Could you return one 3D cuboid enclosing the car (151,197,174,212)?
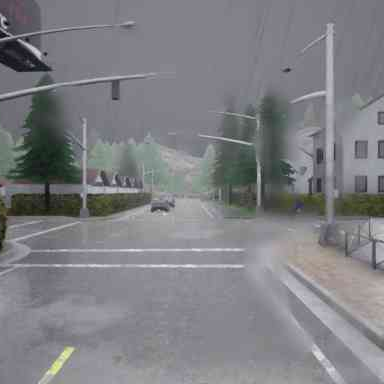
[{"bbox_3d":[-3.568,1.547,38.440,2.033,1.411,5.357,0,0,0],"label":"car"}]
